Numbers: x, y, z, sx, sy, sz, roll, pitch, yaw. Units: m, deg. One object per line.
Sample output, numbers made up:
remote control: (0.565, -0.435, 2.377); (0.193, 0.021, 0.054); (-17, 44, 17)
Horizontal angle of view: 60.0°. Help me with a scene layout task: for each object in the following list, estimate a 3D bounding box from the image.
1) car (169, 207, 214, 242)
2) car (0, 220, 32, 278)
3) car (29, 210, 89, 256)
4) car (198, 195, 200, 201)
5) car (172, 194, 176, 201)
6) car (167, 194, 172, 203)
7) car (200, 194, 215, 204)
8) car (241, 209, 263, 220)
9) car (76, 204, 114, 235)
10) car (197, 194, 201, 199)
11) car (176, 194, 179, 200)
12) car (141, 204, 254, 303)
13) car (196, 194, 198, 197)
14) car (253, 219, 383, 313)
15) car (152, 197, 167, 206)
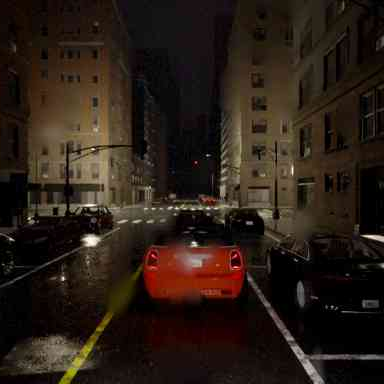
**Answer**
car: (-0.014, 1.565, 17.003); (1.994, 1.385, 4.181); (0, 0, 0)
car: (-5.677, 1.566, 7.479); (1.947, 1.339, 4.313); (0, 0, 0)
car: (-5.683, 1.583, 12.980); (1.802, 1.307, 4.206); (0, 0, 0)
car: (2.838, 1.611, 66.399); (2.008, 1.369, 4.403); (0, 0, 0)
car: (-5.677, 1.631, 82.457); (1.752, 1.417, 4.829); (0, 0, 0)
car: (-5.687, 1.611, 66.401); (2.008, 1.369, 4.403); (0, 0, 0)
car: (2.829, 1.479, 55.581); (1.967, 1.590, 4.097); (0, 0, 0)
car: (2.836, 1.568, 18.491); (1.947, 1.339, 4.313); (0, 0, 0)
car: (-5.689, 1.442, 18.482); (1.967, 1.590, 4.097); (0, 0, 0)
car: (2.844, 1.529, 77.217); (1.967, 1.590, 4.097); (0, 0, 0)
car: (-5.670, 1.462, 93.445); (2.192, 1.841, 5.009); (0, 0, 0)
car: (0.054, 1.352, 8.350); (2.097, 1.767, 4.553); (0, 0, 0)
car: (2.852, 1.566, 88.035); (1.967, 1.590, 4.097); (0, 0, 0)
car: (2.848, 1.551, 7.488); (2.008, 1.369, 4.403); (0, 0, 0)
car: (-5.695, 1.621, 55.585); (1.802, 1.307, 4.206); (0, 0, 0)
